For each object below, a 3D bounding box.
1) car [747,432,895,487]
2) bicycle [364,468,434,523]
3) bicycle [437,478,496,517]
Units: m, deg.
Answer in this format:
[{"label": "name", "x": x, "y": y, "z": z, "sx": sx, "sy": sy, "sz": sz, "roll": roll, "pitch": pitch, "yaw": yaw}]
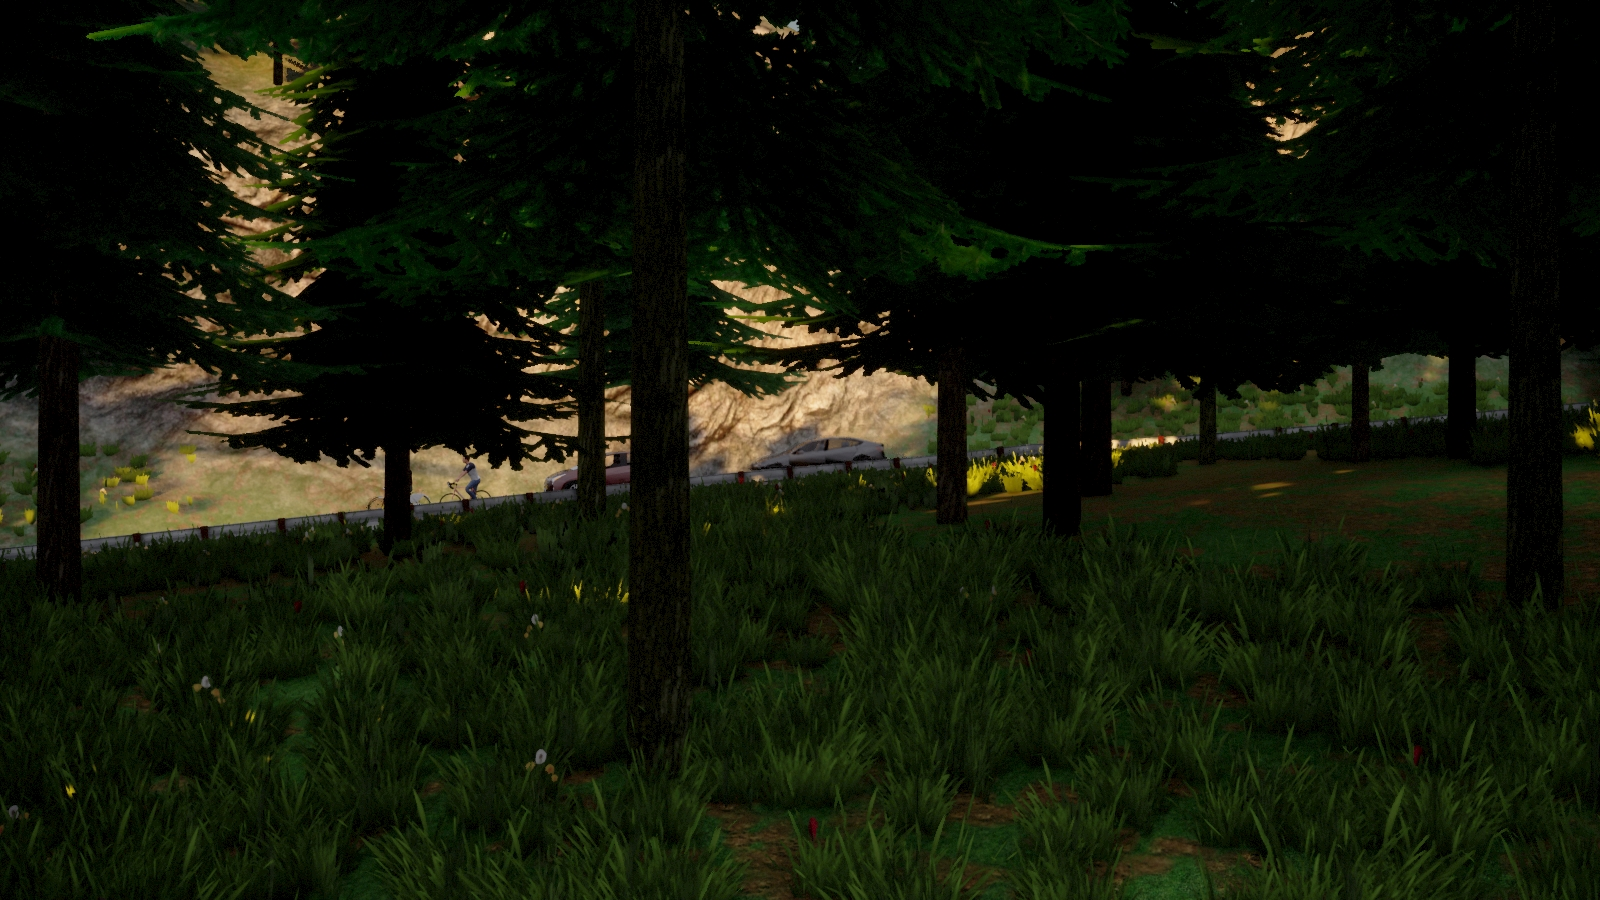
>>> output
[{"label": "car", "x": 0.680, "y": 0.317, "z": 39.726, "sx": 4.792, "sy": 1.488, "sz": 2.163, "roll": -4, "pitch": 1, "yaw": -6}, {"label": "bicycle", "x": -12.092, "y": 1.357, "z": 34.480, "sx": 1.835, "sy": 1.471, "sz": 0.329, "roll": -5, "pitch": 3, "yaw": -29}, {"label": "bicycle", "x": -10.252, "y": 1.440, "z": 35.171, "sx": 1.643, "sy": 1.024, "sz": 0.373, "roll": -5, "pitch": 3, "yaw": -36}]
